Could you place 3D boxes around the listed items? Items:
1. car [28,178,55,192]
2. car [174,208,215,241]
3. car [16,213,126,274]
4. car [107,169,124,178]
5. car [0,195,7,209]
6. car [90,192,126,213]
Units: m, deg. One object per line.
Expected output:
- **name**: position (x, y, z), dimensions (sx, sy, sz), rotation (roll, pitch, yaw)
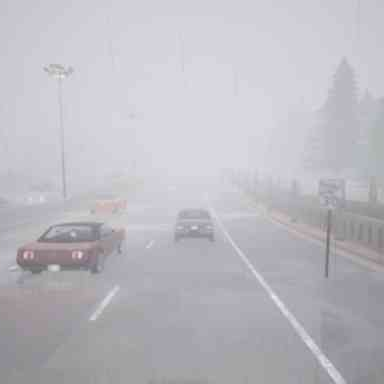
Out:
- **car**: position (-21.021, -1.083, 46.425), dimensions (2.097, 1.767, 4.553), rotation (0, 7, 1)
- **car**: position (0.102, 1.466, 16.174), dimensions (2.033, 1.411, 5.357), rotation (0, 1, 0)
- **car**: position (-3.399, 1.578, 10.427), dimensions (1.895, 1.301, 4.718), rotation (0, 0, 0)
- **car**: position (-13.900, -3.220, 61.028), dimensions (2.150, 2.045, 5.566), rotation (0, 7, 0)
- **car**: position (-17.587, 0.906, 28.095), dimensions (1.837, 1.490, 4.892), rotation (0, 3, 0)
- **car**: position (-6.896, 0.763, 27.845), dimensions (2.097, 1.767, 4.553), rotation (0, 4, 0)
